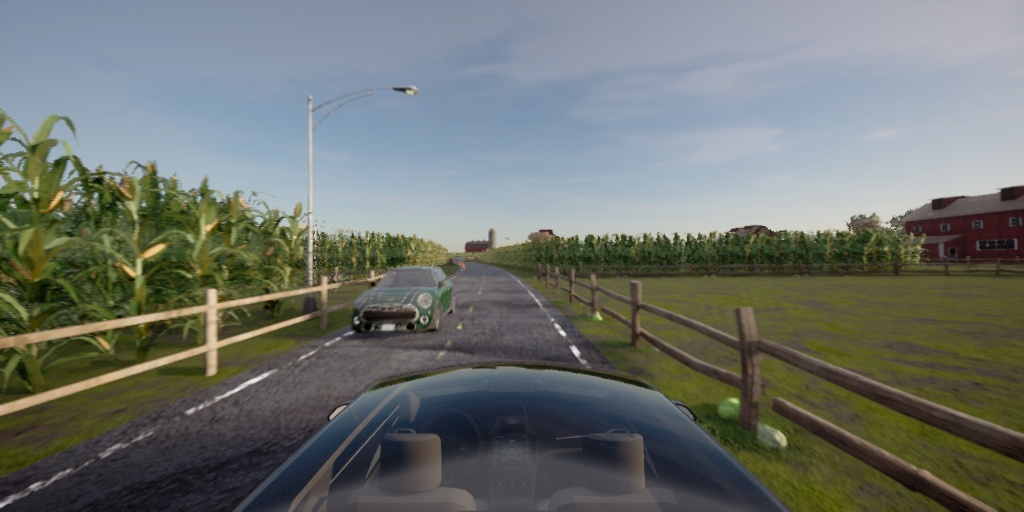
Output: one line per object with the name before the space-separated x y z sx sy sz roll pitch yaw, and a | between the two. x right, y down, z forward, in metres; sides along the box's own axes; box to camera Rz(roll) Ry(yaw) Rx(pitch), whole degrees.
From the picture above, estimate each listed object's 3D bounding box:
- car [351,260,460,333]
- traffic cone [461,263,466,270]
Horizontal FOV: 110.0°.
car | -2.993 1.107 10.764 2.097 1.767 4.553 0 0 -1
traffic cone | -7.000 1.711 53.019 0.340 0.580 0.340 0 0 -7
